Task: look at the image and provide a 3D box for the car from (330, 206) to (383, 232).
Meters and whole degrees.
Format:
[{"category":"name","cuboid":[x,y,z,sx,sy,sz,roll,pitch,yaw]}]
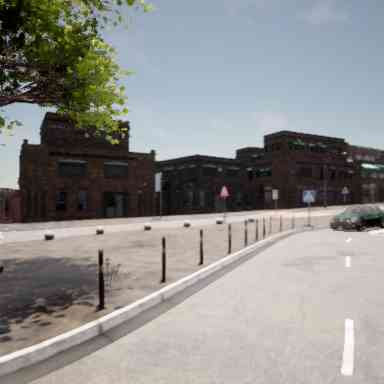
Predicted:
[{"category":"car","cuboid":[11.957,1.817,23.901,4.553,1.767,2.097,-1,-1,-33]}]
